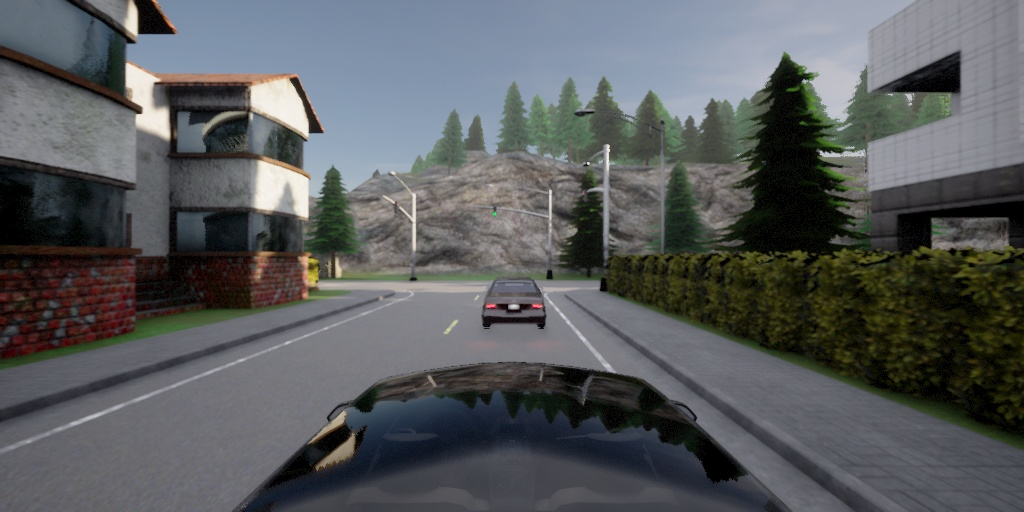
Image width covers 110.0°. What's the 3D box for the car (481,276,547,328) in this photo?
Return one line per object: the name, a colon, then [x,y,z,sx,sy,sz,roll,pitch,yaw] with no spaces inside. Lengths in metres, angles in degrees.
car: [0.066,1.352,11.634,2.033,1.411,5.357,0,0,0]
